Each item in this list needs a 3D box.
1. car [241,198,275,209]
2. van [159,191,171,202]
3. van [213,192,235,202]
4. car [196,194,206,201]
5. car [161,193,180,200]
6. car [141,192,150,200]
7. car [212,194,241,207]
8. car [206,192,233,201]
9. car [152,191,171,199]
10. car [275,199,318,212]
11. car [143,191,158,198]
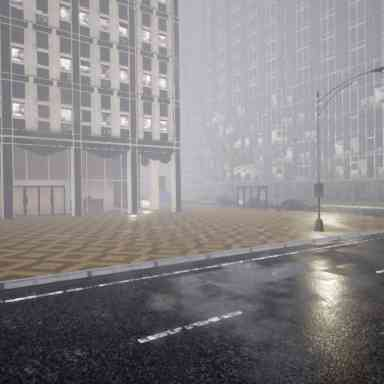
[{"bbox_3d":[8.392,1.388,40.545,1.802,1.307,4.206,0,1,-34],"label":"car"},{"bbox_3d":[-4.387,0.937,59.343,1.690,1.788,3.998,0,1,-34],"label":"van"},{"bbox_3d":[5.738,0.855,59.401,1.690,1.788,3.998,0,1,-34],"label":"van"},{"bbox_3d":[2.521,1.043,64.089,1.802,1.307,4.206,0,1,-34],"label":"car"},{"bbox_3d":[-4.595,0.925,69.858,1.837,1.490,4.892,-1,1,-34],"label":"car"},{"bbox_3d":[-10.823,1.039,68.715,2.008,1.369,4.403,0,1,-34],"label":"car"},{"bbox_3d":[5.222,1.319,45.262,1.947,1.339,4.313,0,1,-34],"label":"car"},{"bbox_3d":[5.112,1.070,55.728,2.128,1.511,4.902,-1,1,-34],"label":"car"},{"bbox_3d":[-7.133,0.615,78.140,2.192,1.841,5.009,0,1,-34],"label":"car"},{"bbox_3d":[11.596,1.423,35.848,1.947,1.339,4.313,0,1,-34],"label":"car"},{"bbox_3d":[-10.351,0.686,82.826,1.967,1.590,4.097,0,1,-34],"label":"car"}]
